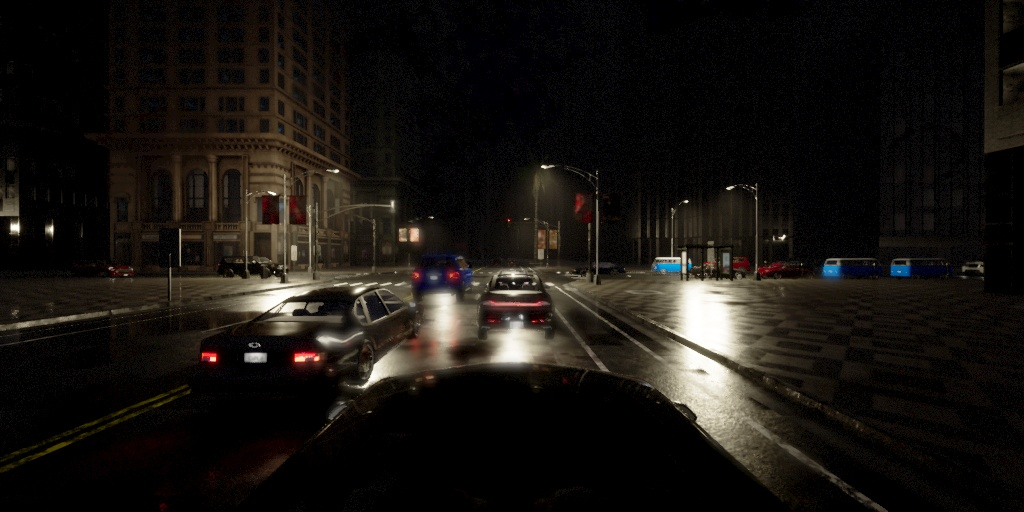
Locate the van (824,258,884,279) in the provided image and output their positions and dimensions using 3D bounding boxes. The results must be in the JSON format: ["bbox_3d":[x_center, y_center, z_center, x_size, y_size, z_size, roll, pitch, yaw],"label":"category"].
[{"bbox_3d":[28.416,1.082,29.858,3.998,1.789,1.690,0,0,0],"label":"van"}]

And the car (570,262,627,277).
[{"bbox_3d":[8.519,1.286,35.507,5.357,1.411,2.033,0,0,-3],"label":"car"}]

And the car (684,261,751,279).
[{"bbox_3d":[17.061,1.299,29.850,4.403,1.370,2.007,0,0,0],"label":"car"}]

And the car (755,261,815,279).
[{"bbox_3d":[22.739,1.326,29.854,4.207,1.307,1.802,0,0,0],"label":"car"}]

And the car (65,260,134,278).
[{"bbox_3d":[-37.361,1.142,32.604,4.553,1.767,2.097,0,0,0],"label":"car"}]

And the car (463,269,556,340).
[{"bbox_3d":[0.092,1.240,9.994,2.128,1.511,4.902,0,0,0],"label":"car"}]

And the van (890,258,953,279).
[{"bbox_3d":[34.093,1.080,29.862,3.998,1.789,1.690,0,0,0],"label":"van"}]

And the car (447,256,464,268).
[{"bbox_3d":[-9.856,0.970,62.648,2.150,2.045,5.566,0,1,-1],"label":"car"}]

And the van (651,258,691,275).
[{"bbox_3d":[17.054,1.065,38.375,3.998,1.789,1.690,0,0,0],"label":"van"}]

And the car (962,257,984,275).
[{"bbox_3d":[48.468,0.932,35.632,5.566,2.045,2.150,0,0,0],"label":"car"}]

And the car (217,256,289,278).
[{"bbox_3d":[-23.454,0.996,32.536,5.566,2.045,2.150,0,0,0],"label":"car"}]

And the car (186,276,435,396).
[{"bbox_3d":[-3.150,1.297,6.925,2.033,1.411,5.357,0,0,0],"label":"car"}]

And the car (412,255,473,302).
[{"bbox_3d":[-3.156,0.972,17.166,2.150,2.045,5.566,0,0,0],"label":"car"}]

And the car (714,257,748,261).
[{"bbox_3d":[22.731,1.035,38.379,5.009,1.841,2.192,0,0,0],"label":"car"}]
